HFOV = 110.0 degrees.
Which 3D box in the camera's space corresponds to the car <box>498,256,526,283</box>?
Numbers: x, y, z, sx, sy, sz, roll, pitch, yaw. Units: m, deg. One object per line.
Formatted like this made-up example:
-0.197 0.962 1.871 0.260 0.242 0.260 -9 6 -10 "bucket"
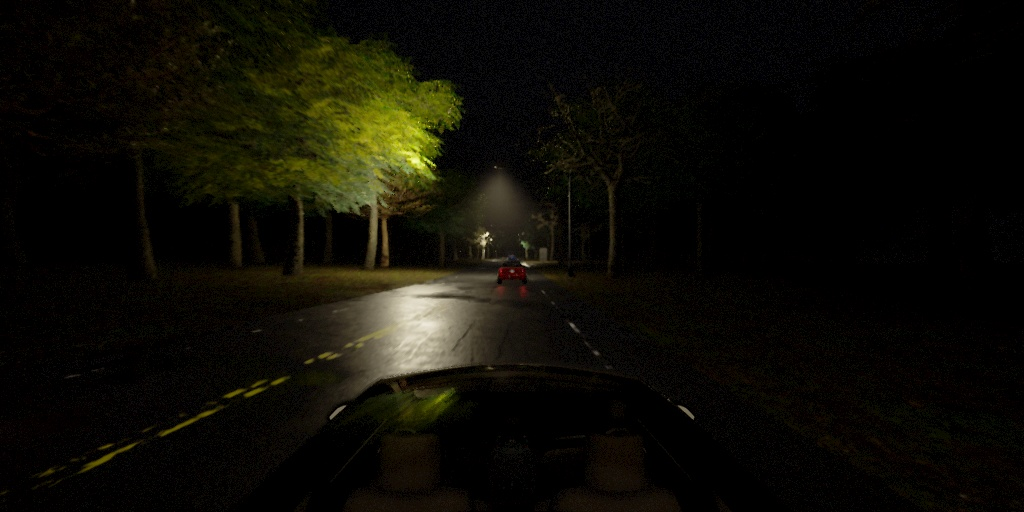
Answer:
0.009 1.126 28.066 2.097 1.767 4.553 0 0 0 "car"
